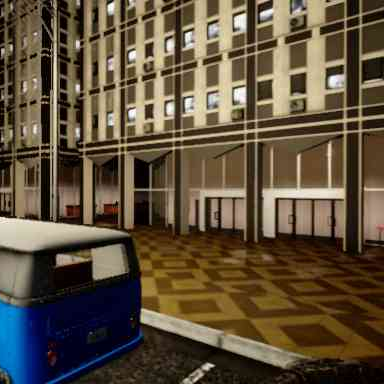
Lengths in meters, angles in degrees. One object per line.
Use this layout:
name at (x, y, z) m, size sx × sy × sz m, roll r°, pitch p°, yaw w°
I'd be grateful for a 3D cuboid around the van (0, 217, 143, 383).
van at (-2.531, 1.309, 4.685) m, size 3.998 × 1.788 × 1.690 m, roll 0°, pitch 0°, yaw 36°

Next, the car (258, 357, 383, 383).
car at (2.102, 1.573, 1.378) m, size 4.313 × 1.339 × 1.947 m, roll 0°, pitch 0°, yaw 36°
